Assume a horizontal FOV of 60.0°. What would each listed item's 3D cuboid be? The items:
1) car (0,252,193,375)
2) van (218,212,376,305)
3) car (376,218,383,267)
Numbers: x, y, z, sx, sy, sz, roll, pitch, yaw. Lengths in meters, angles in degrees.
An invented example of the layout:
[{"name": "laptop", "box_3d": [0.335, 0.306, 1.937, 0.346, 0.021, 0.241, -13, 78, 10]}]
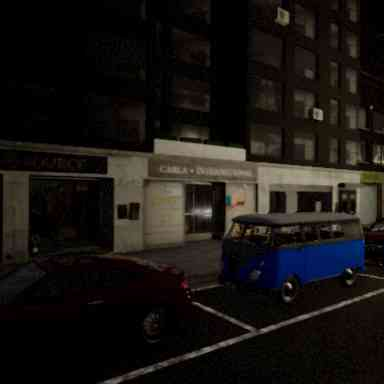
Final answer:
[{"name": "car", "box_3d": [-1.919, 1.593, 4.821, 4.206, 1.307, 1.802, 1, 0, -36]}, {"name": "van", "box_3d": [2.485, 1.406, 7.971, 3.998, 1.788, 1.690, 1, 0, -36]}, {"name": "car", "box_3d": [6.886, 1.558, 11.119, 4.097, 1.590, 1.967, 1, 0, -36]}]
